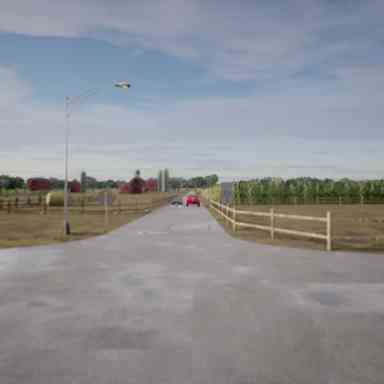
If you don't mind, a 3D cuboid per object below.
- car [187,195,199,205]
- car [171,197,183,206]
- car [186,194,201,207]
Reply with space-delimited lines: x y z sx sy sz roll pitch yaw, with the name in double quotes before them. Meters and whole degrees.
"car" 0.198 1.482 63.445 2.097 1.767 4.553 0 0 0
"car" -2.568 1.655 58.477 2.033 1.411 5.357 0 0 0
"car" 0.166 1.325 53.085 2.150 2.045 5.566 0 0 0
